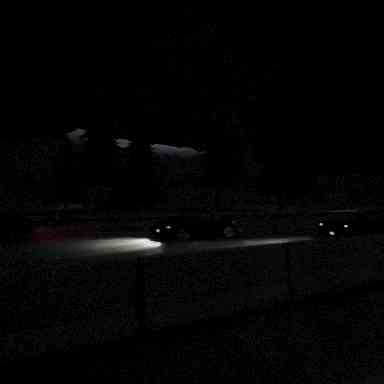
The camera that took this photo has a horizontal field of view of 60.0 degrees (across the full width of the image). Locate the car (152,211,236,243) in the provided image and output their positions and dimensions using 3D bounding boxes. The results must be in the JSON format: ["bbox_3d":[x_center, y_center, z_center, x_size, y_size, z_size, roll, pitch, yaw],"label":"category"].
[{"bbox_3d":[0.142,1.626,16.423,4.181,1.385,1.994,1,0,-31],"label":"car"}]

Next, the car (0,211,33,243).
[{"bbox_3d":[-9.445,1.484,14.327,4.674,1.442,1.812,1,0,-35],"label":"car"}]

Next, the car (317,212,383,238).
[{"bbox_3d":[8.848,1.753,17.472,4.718,1.301,1.895,1,0,-28],"label":"car"}]
